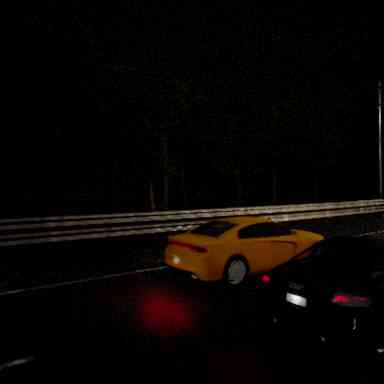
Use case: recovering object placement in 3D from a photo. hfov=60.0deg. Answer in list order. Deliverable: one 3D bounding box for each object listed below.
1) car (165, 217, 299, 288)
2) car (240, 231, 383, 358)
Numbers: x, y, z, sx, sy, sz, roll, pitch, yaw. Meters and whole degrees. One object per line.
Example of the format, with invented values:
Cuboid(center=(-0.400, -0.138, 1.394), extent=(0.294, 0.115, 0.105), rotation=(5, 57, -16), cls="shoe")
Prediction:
Cuboid(center=(1.647, 1.421, 9.222), extent=(5.008, 1.535, 1.882), rotation=(-1, 0, -35), cls="car")
Cuboid(center=(3.141, 1.513, 5.988), extent=(4.181, 1.385, 1.994), rotation=(-1, 0, -35), cls="car")
